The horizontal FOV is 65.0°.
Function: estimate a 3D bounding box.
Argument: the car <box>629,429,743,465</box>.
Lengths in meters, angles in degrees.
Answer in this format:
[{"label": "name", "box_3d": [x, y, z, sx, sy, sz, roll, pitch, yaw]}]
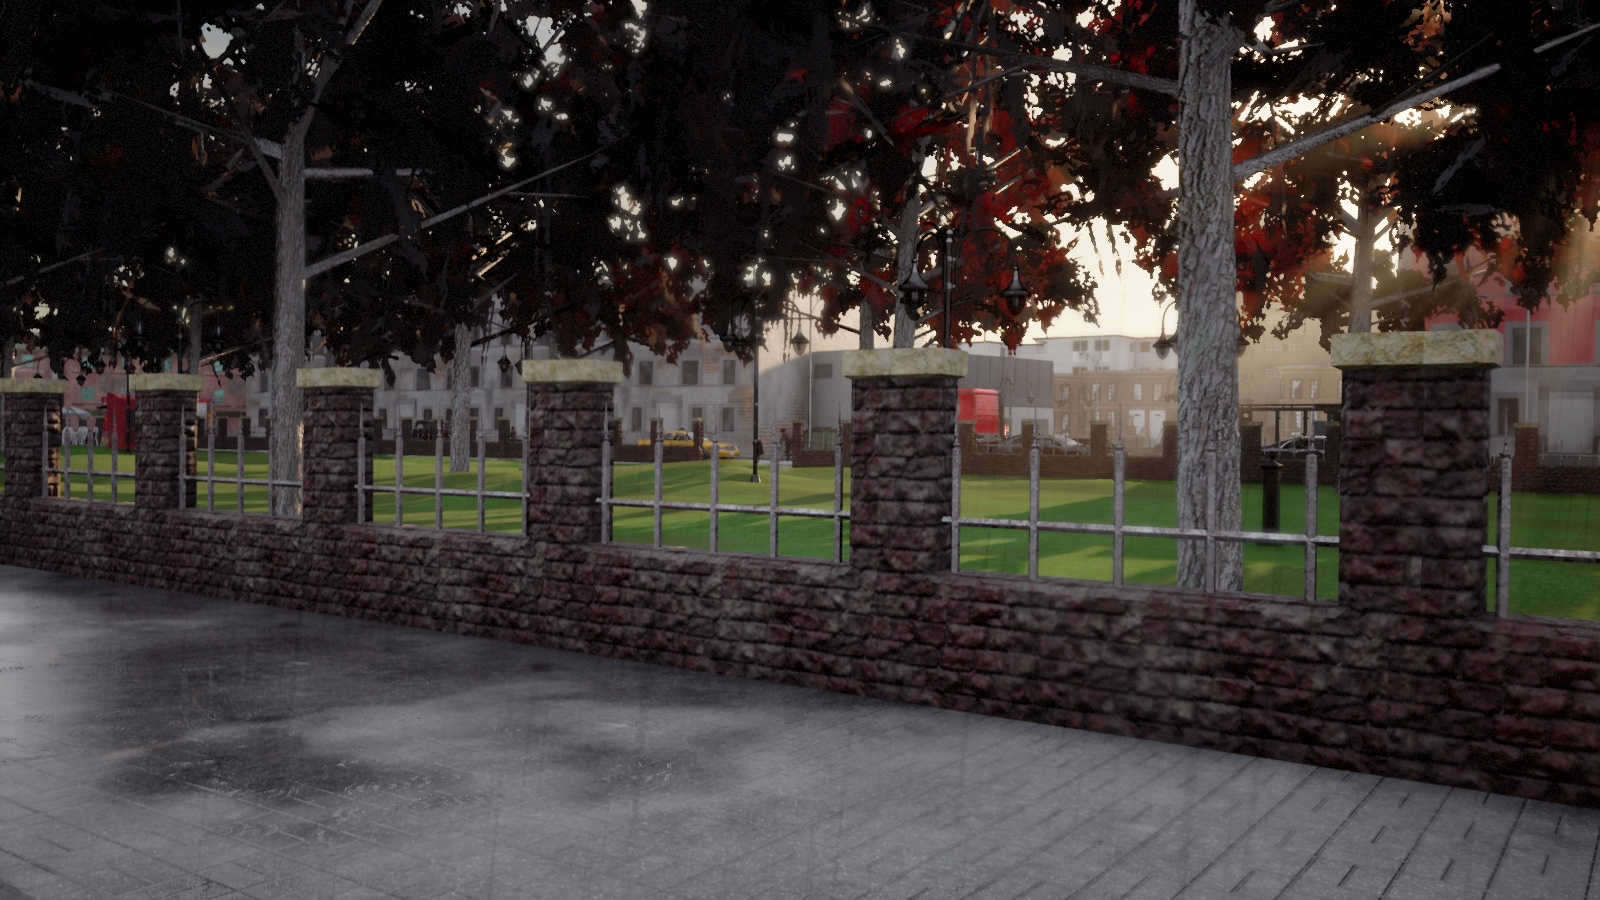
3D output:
[{"label": "car", "box_3d": [-5.347, -0.146, 58.497, 5.366, 1.575, 1.801, 0, 1, 35]}]

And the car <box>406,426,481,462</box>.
[{"label": "car", "box_3d": [-19.422, -0.326, 68.367, 3.866, 1.878, 1.905, 0, 1, 35]}]

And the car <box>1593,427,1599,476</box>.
[{"label": "car", "box_3d": [25.908, 0.024, 36.535, 4.674, 1.442, 1.812, 0, 1, 36]}]

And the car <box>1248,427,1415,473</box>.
[{"label": "car", "box_3d": [17.819, -0.019, 42.209, 4.892, 1.490, 1.837, 0, 1, 35]}]

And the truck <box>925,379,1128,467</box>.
[{"label": "truck", "box_3d": [9.462, -1.098, 52.955, 7.936, 3.462, 2.891, 0, 1, 35]}]

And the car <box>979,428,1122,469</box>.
[{"label": "car", "box_3d": [9.551, -0.091, 48.023, 4.902, 1.511, 2.128, 0, 1, 35]}]
